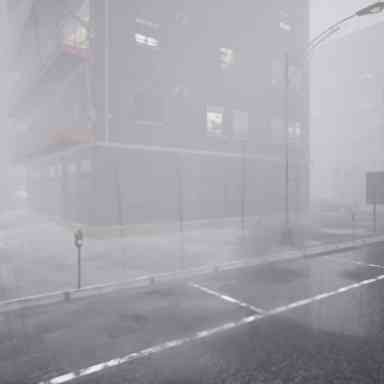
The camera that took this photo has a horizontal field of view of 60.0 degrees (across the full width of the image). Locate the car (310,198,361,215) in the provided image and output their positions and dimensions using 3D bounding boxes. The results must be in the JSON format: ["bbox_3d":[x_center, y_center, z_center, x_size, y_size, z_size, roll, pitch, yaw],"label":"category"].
[{"bbox_3d":[12.000,1.194,28.300,2.008,1.369,4.403,1,0,-36],"label":"car"}]
